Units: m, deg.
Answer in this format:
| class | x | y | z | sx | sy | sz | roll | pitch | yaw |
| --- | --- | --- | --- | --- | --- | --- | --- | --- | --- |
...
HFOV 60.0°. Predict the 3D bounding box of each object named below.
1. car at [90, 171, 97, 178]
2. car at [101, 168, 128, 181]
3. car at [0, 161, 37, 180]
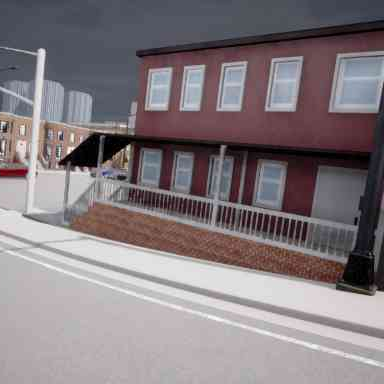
| class | x | y | z | sx | sy | sz | roll | pitch | yaw |
| --- | --- | --- | --- | --- | --- | --- | --- | --- | --- |
| car | -11.631 | -2.574 | 45.580 | 1.882 | 1.535 | 5.008 | 10 | 7 | 35 |
| car | -9.200 | -2.046 | 43.035 | 2.128 | 1.511 | 4.902 | 10 | 6 | 35 |
| car | -17.393 | -2.065 | 31.671 | 1.882 | 1.535 | 5.008 | 10 | 6 | 35 |
